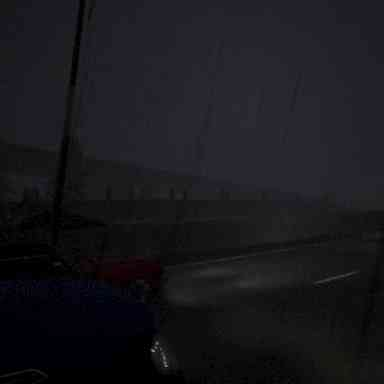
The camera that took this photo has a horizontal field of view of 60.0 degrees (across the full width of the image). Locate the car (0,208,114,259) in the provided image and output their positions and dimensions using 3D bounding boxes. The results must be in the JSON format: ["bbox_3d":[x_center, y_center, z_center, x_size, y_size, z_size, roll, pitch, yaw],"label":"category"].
[{"bbox_3d":[-5.759,1.477,12.784,5.008,1.535,1.882,0,0,-36],"label":"car"}]

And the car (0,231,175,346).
[{"bbox_3d":[-2.802,1.601,6.049,4.718,1.301,1.895,0,0,-36],"label":"car"}]

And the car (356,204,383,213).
[{"bbox_3d":[22.426,2.239,41.486,4.674,1.442,1.812,5,-3,-35],"label":"car"}]

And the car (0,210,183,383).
[{"bbox_3d":[-2.731,1.224,1.799,5.566,2.045,2.150,0,0,-36],"label":"car"}]
